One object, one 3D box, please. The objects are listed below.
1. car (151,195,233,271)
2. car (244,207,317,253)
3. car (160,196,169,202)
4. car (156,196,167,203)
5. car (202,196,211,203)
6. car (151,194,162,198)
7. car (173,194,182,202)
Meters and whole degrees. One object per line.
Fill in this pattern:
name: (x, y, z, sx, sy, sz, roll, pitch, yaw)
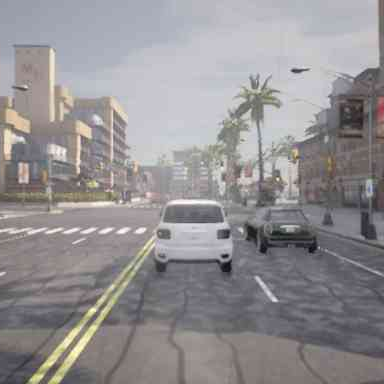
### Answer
car: (0.048, 1.256, 11.140, 2.150, 2.045, 5.566, 0, 0, 0)
car: (3.541, 1.395, 14.109, 2.097, 1.767, 4.553, 0, 0, 0)
car: (-7.334, 1.816, 89.720, 2.033, 1.411, 5.357, 0, 0, 0)
car: (-7.293, 1.770, 79.381, 2.128, 1.511, 4.902, 0, 0, 0)
car: (3.222, 1.709, 75.545, 1.882, 1.535, 5.008, 0, 0, 0)
car: (-7.256, 1.440, 69.659, 2.150, 2.045, 5.566, 0, 0, 0)
car: (-3.840, 1.501, 89.946, 2.150, 2.045, 5.566, 0, 0, 0)
